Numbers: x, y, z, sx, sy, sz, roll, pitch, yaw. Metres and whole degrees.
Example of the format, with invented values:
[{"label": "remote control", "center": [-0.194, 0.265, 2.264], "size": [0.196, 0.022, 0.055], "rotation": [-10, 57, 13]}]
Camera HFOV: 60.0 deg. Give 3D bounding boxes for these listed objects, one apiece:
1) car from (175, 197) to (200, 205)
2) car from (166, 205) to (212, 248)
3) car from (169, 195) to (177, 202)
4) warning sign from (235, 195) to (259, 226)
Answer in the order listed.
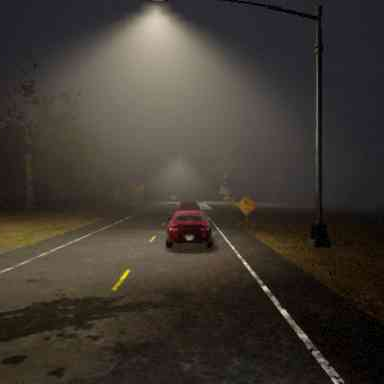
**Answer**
[{"label": "car", "center": [-0.272, 1.482, 29.693], "size": [1.882, 1.535, 5.008], "rotation": [0, 0, -1]}, {"label": "car", "center": [-0.120, 1.532, 14.694], "size": [1.812, 1.442, 4.674], "rotation": [0, 0, -1]}, {"label": "car", "center": [-4.241, 1.518, 75.955], "size": [2.128, 1.511, 4.902], "rotation": [0, 0, -1]}, {"label": "warning sign", "center": [3.374, 1.112, 20.588], "size": [1.300, 1.860, 1.060], "rotation": [0, 0, -1]}]
